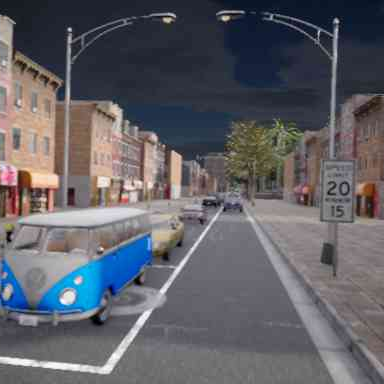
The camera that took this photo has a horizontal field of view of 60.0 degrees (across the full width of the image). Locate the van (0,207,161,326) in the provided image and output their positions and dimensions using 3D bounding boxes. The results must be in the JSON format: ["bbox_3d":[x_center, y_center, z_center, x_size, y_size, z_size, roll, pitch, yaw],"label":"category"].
[{"bbox_3d":[-1.972,1.240,6.654,1.690,1.788,3.998,2,0,7],"label":"van"}]

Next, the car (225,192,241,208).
[{"bbox_3d":[6.007,1.119,48.393,2.150,2.045,5.566,2,1,8],"label":"car"}]

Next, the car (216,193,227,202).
[{"bbox_3d":[6.472,1.082,73.463,2.192,1.841,5.009,2,0,7],"label":"car"}]

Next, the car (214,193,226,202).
[{"bbox_3d":[5.768,1.092,67.895,2.192,1.841,5.009,2,0,7],"label":"car"}]

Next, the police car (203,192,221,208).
[{"bbox_3d":[2.450,1.234,44.625,1.930,1.638,5.238,2,0,7],"label":"police car"}]

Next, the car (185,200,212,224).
[{"bbox_3d":[0.132,1.445,23.358,1.802,1.307,4.206,2,0,7],"label":"car"}]

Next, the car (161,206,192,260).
[{"bbox_3d":[-1.295,1.413,12.054,1.752,1.417,4.829,2,0,7],"label":"car"}]

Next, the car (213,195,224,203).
[{"bbox_3d":[5.058,1.331,62.330,1.887,1.381,4.507,2,0,7],"label":"car"}]

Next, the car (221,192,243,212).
[{"bbox_3d":[4.697,1.269,37.901,2.097,1.767,4.553,2,0,7],"label":"car"}]
